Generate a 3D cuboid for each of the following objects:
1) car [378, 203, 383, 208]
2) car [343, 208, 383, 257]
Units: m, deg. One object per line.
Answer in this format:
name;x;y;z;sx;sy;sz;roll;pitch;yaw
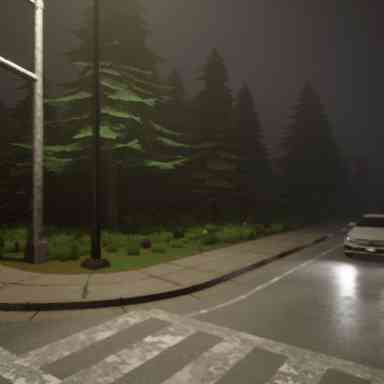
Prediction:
car;12.887;1.245;20.316;2.150;2.045;5.566;0;0;37
car;7.046;1.544;12.421;1.812;1.442;4.674;0;0;37
